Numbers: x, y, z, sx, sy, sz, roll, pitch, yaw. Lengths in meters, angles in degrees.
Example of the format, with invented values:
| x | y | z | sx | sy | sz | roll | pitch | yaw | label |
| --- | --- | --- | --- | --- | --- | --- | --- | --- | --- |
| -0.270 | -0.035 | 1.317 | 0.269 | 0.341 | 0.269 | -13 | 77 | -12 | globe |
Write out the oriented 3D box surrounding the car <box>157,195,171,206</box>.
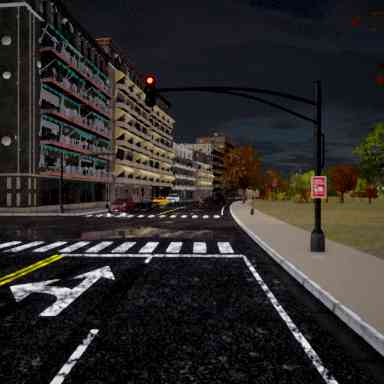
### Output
| x | y | z | sx | sy | sz | roll | pitch | yaw | label |
| --- | --- | --- | --- | --- | --- | --- | --- | --- | --- |
| -5.610 | 1.651 | 58.511 | 1.882 | 1.535 | 5.008 | 0 | 0 | 8 | car |

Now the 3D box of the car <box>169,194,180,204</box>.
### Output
| x | y | z | sx | sy | sz | roll | pitch | yaw | label |
| --- | --- | --- | --- | --- | --- | --- | --- | --- | --- |
| -4.017 | 1.452 | 68.963 | 2.150 | 2.045 | 5.566 | 0 | 0 | 9 | car |

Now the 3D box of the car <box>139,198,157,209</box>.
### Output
| x | y | z | sx | sy | sz | roll | pitch | yaw | label |
| --- | --- | --- | --- | --- | --- | --- | --- | --- | --- |
| -6.963 | 1.726 | 48.299 | 1.895 | 1.301 | 4.718 | 0 | 0 | 7 | car |

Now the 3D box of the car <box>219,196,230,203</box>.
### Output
| x | y | z | sx | sy | sz | roll | pitch | yaw | label |
| --- | --- | --- | --- | --- | --- | --- | --- | --- | --- |
| 7.707 | 1.784 | 79.127 | 2.128 | 1.511 | 4.902 | 0 | 0 | 12 | car |

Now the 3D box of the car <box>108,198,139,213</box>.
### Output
| x | y | z | sx | sy | sz | roll | pitch | yaw | label |
| --- | --- | --- | --- | --- | --- | --- | --- | --- | --- |
| -7.995 | 1.432 | 38.272 | 2.097 | 1.767 | 4.553 | 0 | 0 | 5 | car |

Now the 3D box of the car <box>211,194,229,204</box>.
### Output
| x | y | z | sx | sy | sz | roll | pitch | yaw | label |
| --- | --- | --- | --- | --- | --- | --- | --- | --- | --- |
| 5.813 | 1.457 | 68.666 | 2.150 | 2.045 | 5.566 | 0 | 0 | 10 | car |

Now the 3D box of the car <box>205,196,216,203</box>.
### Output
| x | y | z | sx | sy | sz | roll | pitch | yaw | label |
| --- | --- | --- | --- | --- | --- | --- | --- | --- | --- |
| 4.433 | 1.729 | 79.325 | 1.882 | 1.535 | 5.008 | 0 | 0 | 12 | car |

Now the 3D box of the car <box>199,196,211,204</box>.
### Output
| x | y | z | sx | sy | sz | roll | pitch | yaw | label |
| --- | --- | --- | --- | --- | --- | --- | --- | --- | --- |
| 2.595 | 1.728 | 69.128 | 2.128 | 1.511 | 4.902 | 0 | 0 | 10 | car |
